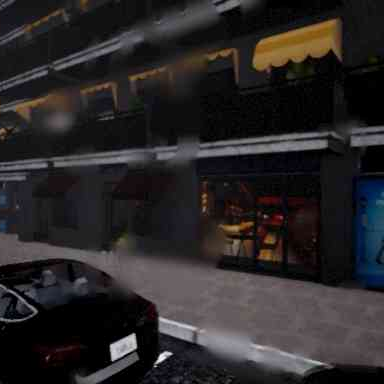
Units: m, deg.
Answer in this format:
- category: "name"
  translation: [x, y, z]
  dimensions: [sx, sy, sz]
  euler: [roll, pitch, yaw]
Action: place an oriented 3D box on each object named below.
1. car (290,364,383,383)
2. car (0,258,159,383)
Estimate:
- category: "car"
  translation: [2.235, 1.553, 1.266]
  dimensions: [4.313, 1.339, 1.947]
  euler: [-1, 0, 35]
- category: "car"
  translation: [-2.377, 1.612, 4.553]
  dimensions: [4.313, 1.339, 1.947]
  euler: [-1, 0, 35]
